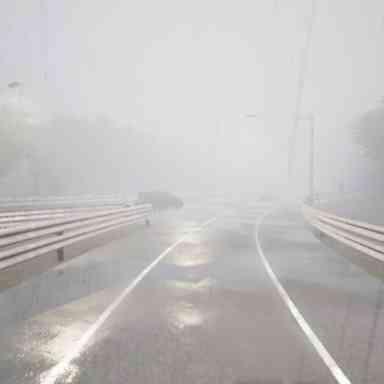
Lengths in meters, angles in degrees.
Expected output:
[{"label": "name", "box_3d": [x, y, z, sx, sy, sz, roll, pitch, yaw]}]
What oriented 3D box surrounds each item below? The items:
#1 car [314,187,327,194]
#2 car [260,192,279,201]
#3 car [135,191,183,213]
[{"label": "car", "box_3d": [32.895, -0.236, 85.253, 2.150, 2.045, 5.566, 1, 1, 35]}, {"label": "car", "box_3d": [13.332, 0.706, 56.980, 1.994, 1.385, 4.181, 1, 2, 35]}, {"label": "car", "box_3d": [-3.190, 0.898, 33.023, 2.150, 2.045, 5.566, 1, 2, 35]}]
